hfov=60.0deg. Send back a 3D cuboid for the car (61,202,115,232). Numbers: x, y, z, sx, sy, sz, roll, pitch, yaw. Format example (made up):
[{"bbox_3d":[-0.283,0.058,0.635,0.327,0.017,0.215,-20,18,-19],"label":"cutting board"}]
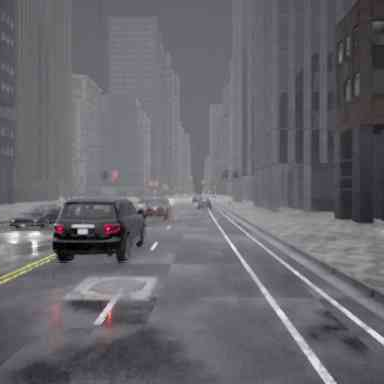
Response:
[{"bbox_3d":[-6.456,1.484,21.293,1.882,1.535,5.008,0,0,1],"label":"car"}]

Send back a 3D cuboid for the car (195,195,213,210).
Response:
[{"bbox_3d":[1.703,1.550,44.388,1.812,1.442,4.674,0,0,1],"label":"car"}]

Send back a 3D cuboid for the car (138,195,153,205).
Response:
[{"bbox_3d":[-8.740,1.388,62.643,2.097,1.767,4.553,0,0,2],"label":"car"}]

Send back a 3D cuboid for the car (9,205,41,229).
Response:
[{"bbox_3d":[-9.704,1.554,21.804,2.033,1.411,5.357,0,0,1],"label":"car"}]

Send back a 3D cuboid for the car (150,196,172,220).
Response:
[{"bbox_3d":[-2.906,1.364,28.477,2.097,1.767,4.553,0,0,1],"label":"car"}]

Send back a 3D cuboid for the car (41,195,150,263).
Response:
[{"bbox_3d":[-3.100,1.223,12.182,2.150,2.045,5.566,0,0,0],"label":"car"}]

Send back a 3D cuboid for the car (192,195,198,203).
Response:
[{"bbox_3d":[1.173,1.397,67.987,2.097,1.767,4.553,0,0,2],"label":"car"}]

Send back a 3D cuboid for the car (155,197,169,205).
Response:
[{"bbox_3d":[-5.519,1.598,61.971,1.994,1.385,4.181,0,0,2],"label":"car"}]

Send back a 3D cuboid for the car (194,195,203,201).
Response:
[{"bbox_3d":[1.482,1.389,80.523,2.128,1.511,4.902,0,0,1],"label":"car"}]
